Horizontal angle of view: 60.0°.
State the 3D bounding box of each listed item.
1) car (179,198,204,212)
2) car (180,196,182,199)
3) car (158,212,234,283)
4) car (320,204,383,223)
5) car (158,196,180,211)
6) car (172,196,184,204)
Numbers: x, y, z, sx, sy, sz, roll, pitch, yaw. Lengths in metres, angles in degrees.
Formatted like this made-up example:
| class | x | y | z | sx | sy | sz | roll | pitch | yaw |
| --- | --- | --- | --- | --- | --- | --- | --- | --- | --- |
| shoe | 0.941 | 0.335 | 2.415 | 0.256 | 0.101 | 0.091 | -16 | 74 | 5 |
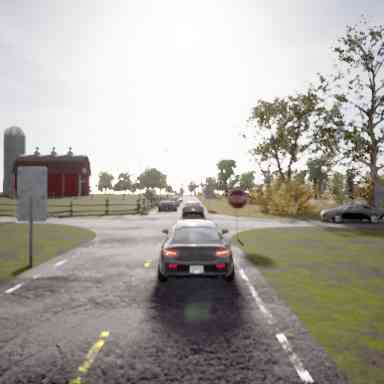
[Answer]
| class | x | y | z | sx | sy | sz | roll | pitch | yaw |
| --- | --- | --- | --- | --- | --- | --- | --- | --- | --- |
| car | 0.101 | 1.527 | 31.567 | 1.994 | 1.385 | 4.181 | 0 | 0 | 0 |
| car | -2.827 | 1.456 | 50.491 | 1.837 | 1.490 | 4.892 | 0 | 0 | 0 |
| car | 0.097 | 1.512 | 9.491 | 1.812 | 1.442 | 4.674 | 0 | 0 | 0 |
| car | 12.986 | 1.692 | 27.094 | 4.902 | 1.511 | 2.128 | 1 | -1 | 0 |
| car | -2.843 | 1.308 | 39.614 | 2.097 | 1.767 | 4.553 | 0 | 0 | 0 |
| car | -2.750 | 1.496 | 66.264 | 2.033 | 1.411 | 5.357 | 0 | 0 | 0 |
